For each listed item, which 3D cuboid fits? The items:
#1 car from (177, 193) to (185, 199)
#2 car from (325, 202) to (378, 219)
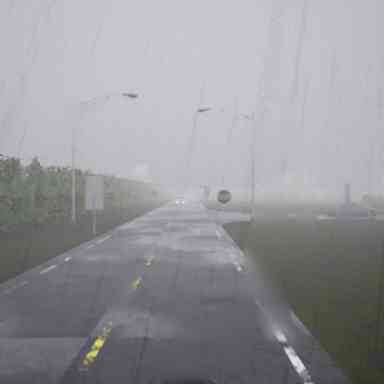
[{"bbox_3d":[-2.749,1.005,81.333,1.895,1.301,4.718,0,0,0],"label":"car"},{"bbox_3d":[14.062,1.608,29.432,4.181,1.385,1.994,0,0,1],"label":"car"}]
